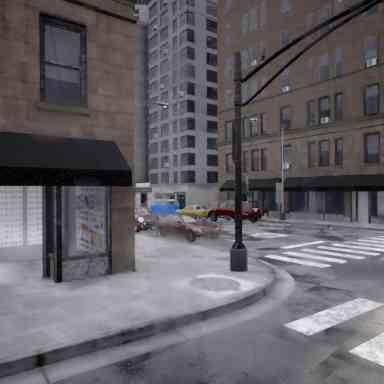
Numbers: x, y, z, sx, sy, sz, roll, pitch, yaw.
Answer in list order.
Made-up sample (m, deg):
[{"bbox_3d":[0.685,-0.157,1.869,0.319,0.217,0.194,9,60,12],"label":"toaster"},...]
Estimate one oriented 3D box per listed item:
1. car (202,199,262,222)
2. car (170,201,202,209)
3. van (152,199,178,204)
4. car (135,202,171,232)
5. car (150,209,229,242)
[{"bbox_3d":[3.412,1.522,27.048,2.192,1.841,5.009,-1,0,-36],"label":"car"},{"bbox_3d":[0.102,1.805,31.653,1.752,1.417,4.829,-1,0,-36],"label":"car"},{"bbox_3d":[-3.019,1.689,35.982,1.690,1.788,3.998,-1,0,-36],"label":"van"},{"bbox_3d":[-3.503,1.706,22.066,1.967,1.590,4.097,-1,0,-36],"label":"car"},{"bbox_3d":[-0.283,1.778,17.599,1.802,1.307,4.206,-1,0,-36],"label":"car"}]
